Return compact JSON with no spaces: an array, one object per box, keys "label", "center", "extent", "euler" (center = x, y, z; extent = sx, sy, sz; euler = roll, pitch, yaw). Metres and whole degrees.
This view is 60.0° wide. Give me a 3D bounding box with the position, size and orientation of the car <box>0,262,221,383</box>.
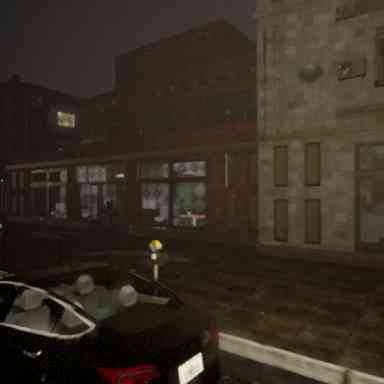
[{"label":"car","center":[-1.700,1.568,4.090],"extent":[4.313,1.339,1.947],"euler":[0,0,35]}]
